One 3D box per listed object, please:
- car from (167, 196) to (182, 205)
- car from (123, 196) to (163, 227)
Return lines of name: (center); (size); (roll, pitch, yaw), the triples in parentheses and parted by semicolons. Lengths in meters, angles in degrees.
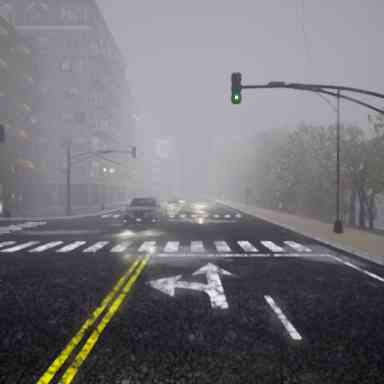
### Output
car: (-3.342, 1.533, 58.805); (2.033, 1.411, 5.357); (0, 0, 0)
car: (-3.294, 1.347, 23.291); (2.150, 2.045, 5.566); (0, 0, 0)
